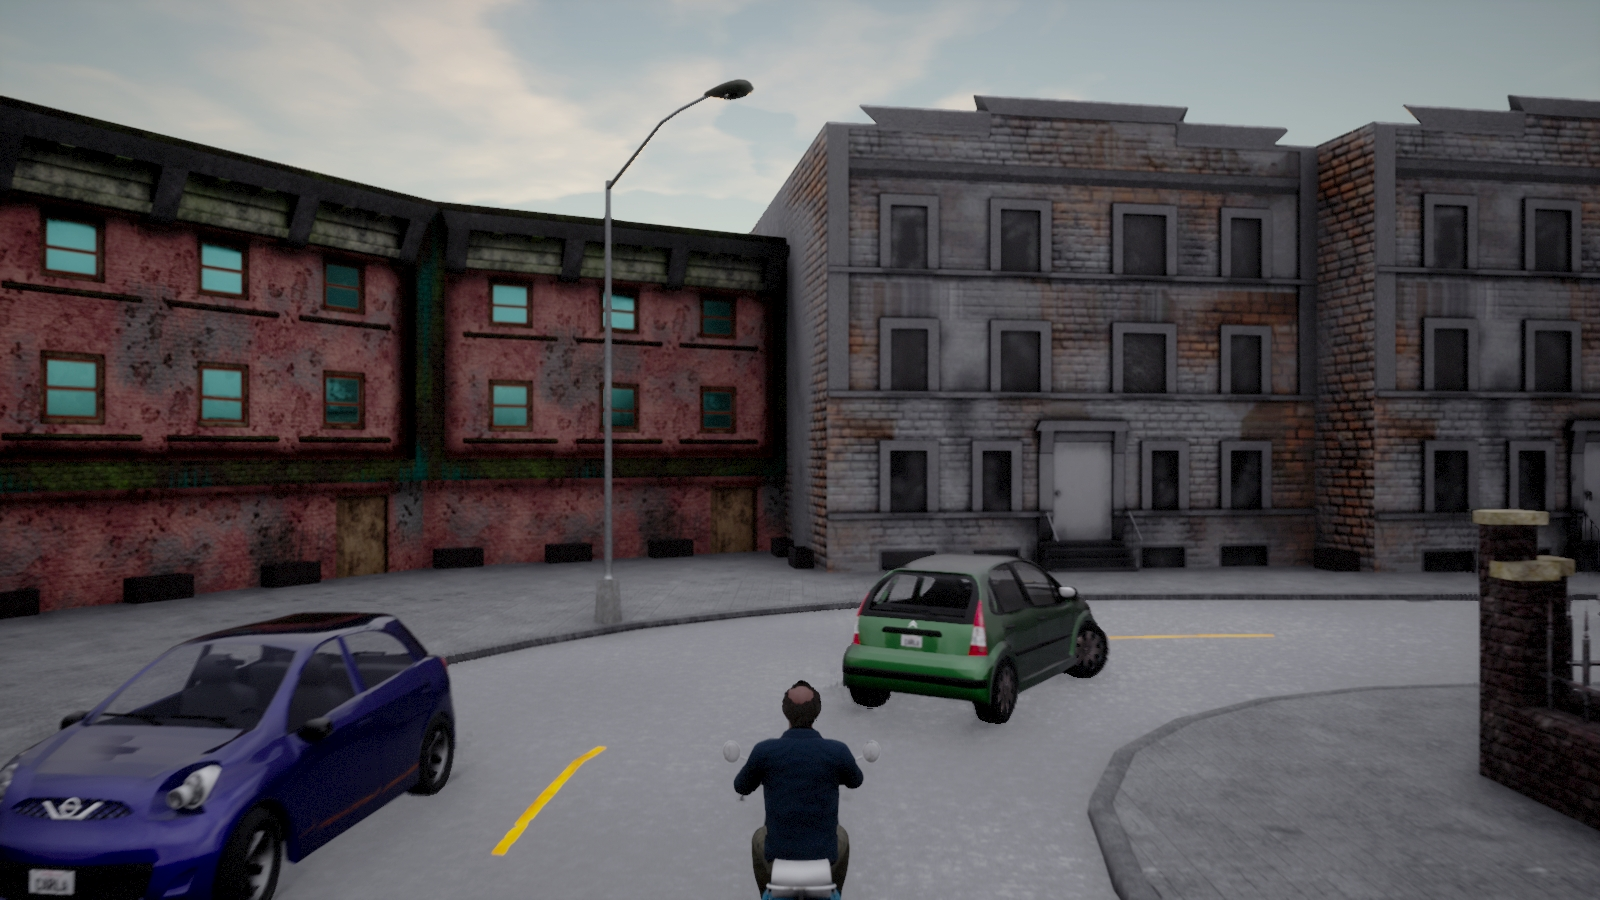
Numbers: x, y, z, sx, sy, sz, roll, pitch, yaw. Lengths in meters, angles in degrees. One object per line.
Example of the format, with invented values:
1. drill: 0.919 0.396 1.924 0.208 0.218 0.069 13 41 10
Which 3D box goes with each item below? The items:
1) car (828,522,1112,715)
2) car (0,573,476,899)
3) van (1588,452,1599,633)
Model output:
1. car: 2.136 1.781 13.331 1.851 1.617 3.988 0 0 32
2. car: -3.888 1.818 8.051 1.845 1.501 3.633 0 0 6
3. van: 14.256 1.314 15.389 5.915 2.561 1.988 0 0 0
